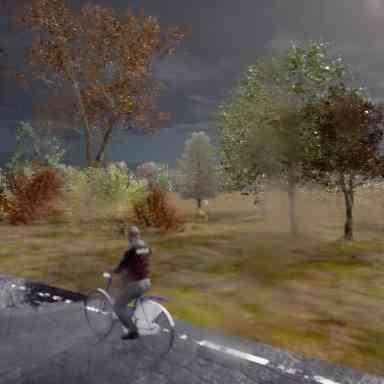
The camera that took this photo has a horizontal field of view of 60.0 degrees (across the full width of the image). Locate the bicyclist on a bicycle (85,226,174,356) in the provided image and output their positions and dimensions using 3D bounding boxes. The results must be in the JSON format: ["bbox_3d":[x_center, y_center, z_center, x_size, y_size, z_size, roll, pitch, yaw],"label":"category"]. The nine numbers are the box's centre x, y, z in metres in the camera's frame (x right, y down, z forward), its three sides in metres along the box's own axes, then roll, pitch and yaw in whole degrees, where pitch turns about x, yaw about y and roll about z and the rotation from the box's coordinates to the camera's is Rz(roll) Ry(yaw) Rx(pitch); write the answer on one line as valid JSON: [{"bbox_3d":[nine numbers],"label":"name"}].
[{"bbox_3d":[-1.008,1.379,4.910,1.843,1.776,0.659,0,0,35],"label":"bicyclist on a bicycle"}]
